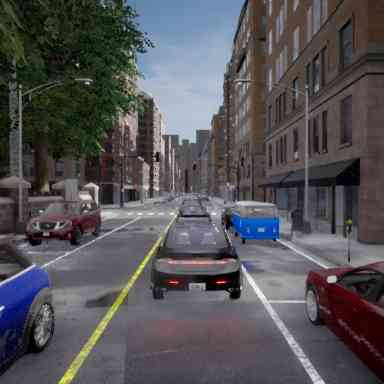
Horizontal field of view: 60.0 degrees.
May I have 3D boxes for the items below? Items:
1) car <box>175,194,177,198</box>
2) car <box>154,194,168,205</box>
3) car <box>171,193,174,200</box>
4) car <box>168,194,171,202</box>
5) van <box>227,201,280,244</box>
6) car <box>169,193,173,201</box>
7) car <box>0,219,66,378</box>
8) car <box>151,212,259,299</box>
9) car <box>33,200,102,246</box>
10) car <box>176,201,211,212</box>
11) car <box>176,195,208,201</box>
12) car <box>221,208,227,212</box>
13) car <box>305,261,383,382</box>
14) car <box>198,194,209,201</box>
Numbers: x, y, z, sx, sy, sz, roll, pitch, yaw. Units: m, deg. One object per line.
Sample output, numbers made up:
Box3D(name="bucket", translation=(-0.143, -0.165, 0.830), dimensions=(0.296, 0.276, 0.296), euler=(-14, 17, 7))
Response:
Box3D(name="car", translation=(-5.709, 1.496, 86.408), dimensions=(2.008, 1.369, 4.403), euler=(0, 0, 0))
Box3D(name="car", translation=(-5.697, 1.480, 58.984), dimensions=(1.752, 1.417, 4.829), euler=(0, 0, 0))
Box3D(name="car", translation=(-5.704, 1.491, 75.506), dimensions=(1.887, 1.381, 4.507), euler=(0, 0, 0))
Box3D(name="car", translation=(-5.699, 1.502, 64.604), dimensions=(2.008, 1.369, 4.403), euler=(0, 0, 0))
Box3D(name="van", translation=(2.848, 1.336, 15.509), dimensions=(1.690, 1.788, 3.998), euler=(0, 0, 0))
Box3D(name="car", translation=(-5.702, 1.493, 70.055), dimensions=(1.887, 1.381, 4.507), euler=(0, 0, 0))
Box3D(name="car", translation=(-3.101, 1.352, 3.051), dimensions=(2.097, 1.767, 4.553), euler=(0, 0, 0))
Box3D(name="car", translation=(0.096, 1.490, 8.409), dimensions=(2.128, 1.511, 4.902), euler=(0, 0, 0))
Box3D(name="car", translation=(-5.677, 1.310, 15.465), dimensions=(2.192, 1.841, 5.009), euler=(0, 0, 0))
Box3D(name="car", translation=(0.090, 1.485, 18.348), dimensions=(2.128, 1.511, 4.902), euler=(0, 0, 0))
Box3D(name="car", translation=(-0.014, 1.338, 27.526), dimensions=(2.097, 1.767, 4.553), euler=(0, 0, 0))
Box3D(name="car", translation=(2.846, 1.557, 21.169), dimensions=(1.947, 1.339, 4.313), euler=(0, 0, 0))
Box3D(name="car", translation=(2.853, 1.544, 4.188), dimensions=(1.887, 1.381, 4.507), euler=(0, 0, 0))
Box3D(name="car", translation=(2.820, 1.386, 75.546), dimensions=(1.967, 1.590, 4.097), euler=(0, 0, 0))
